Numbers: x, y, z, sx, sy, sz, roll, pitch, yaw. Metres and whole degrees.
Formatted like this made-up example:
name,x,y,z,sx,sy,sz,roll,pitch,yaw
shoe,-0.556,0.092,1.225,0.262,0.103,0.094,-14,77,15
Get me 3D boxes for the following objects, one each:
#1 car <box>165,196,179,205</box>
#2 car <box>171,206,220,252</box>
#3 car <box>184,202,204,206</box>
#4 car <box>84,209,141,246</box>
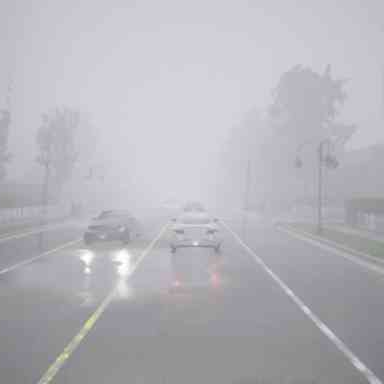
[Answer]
name,x,y,z,sx,sy,sz,roll,pitch,yaw
car,-3.445,1.507,58.242,1.812,1.442,4.674,0,0,1
car,0.125,1.537,13.797,1.812,1.442,4.674,0,0,0
car,0.155,1.590,31.368,1.994,1.385,4.181,0,0,0
car,-3.573,1.537,15.640,1.812,1.442,4.674,0,0,0
